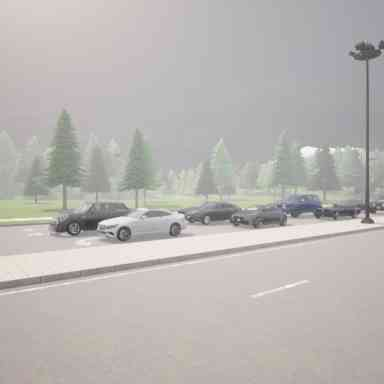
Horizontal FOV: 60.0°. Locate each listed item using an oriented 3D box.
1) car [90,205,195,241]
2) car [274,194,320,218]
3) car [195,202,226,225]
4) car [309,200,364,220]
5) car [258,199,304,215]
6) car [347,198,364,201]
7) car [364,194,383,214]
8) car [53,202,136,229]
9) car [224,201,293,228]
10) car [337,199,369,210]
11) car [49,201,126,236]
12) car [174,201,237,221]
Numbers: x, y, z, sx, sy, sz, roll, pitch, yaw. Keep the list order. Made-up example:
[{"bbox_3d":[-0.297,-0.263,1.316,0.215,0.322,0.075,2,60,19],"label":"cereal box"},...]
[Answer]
[{"bbox_3d":[-2.392,1.526,16.741,4.674,1.442,1.812,0,0,-38],"label":"car"},{"bbox_3d":[9.752,1.223,30.682,5.566,2.045,2.150,0,0,-38],"label":"car"},{"bbox_3d":[1.640,1.505,24.340,4.892,1.490,1.837,0,0,-38],"label":"car"},{"bbox_3d":[12.295,1.601,28.219,4.718,1.301,1.895,0,0,-38],"label":"car"},{"bbox_3d":[9.369,1.491,34.816,4.902,1.511,2.128,0,0,-38],"label":"car"},{"bbox_3d":[18.064,1.505,37.084,4.892,1.490,1.837,0,0,-37],"label":"car"},{"bbox_3d":[20.607,1.221,34.623,5.566,2.045,2.150,0,0,-38],"label":"car"},{"bbox_3d":[-6.471,1.478,22.436,5.008,1.535,1.882,0,0,-38],"label":"car"},{"bbox_3d":[4.469,1.564,22.119,4.181,1.385,1.994,0,0,-39],"label":"car"},{"bbox_3d":[21.388,1.604,43.998,4.718,1.301,1.895,0,0,-38],"label":"car"},{"bbox_3d":[-5.548,1.352,18.716,4.553,1.767,2.097,0,0,-38],"label":"car"},{"bbox_3d":[1.262,1.547,28.489,5.357,1.411,2.033,0,0,-38],"label":"car"}]
